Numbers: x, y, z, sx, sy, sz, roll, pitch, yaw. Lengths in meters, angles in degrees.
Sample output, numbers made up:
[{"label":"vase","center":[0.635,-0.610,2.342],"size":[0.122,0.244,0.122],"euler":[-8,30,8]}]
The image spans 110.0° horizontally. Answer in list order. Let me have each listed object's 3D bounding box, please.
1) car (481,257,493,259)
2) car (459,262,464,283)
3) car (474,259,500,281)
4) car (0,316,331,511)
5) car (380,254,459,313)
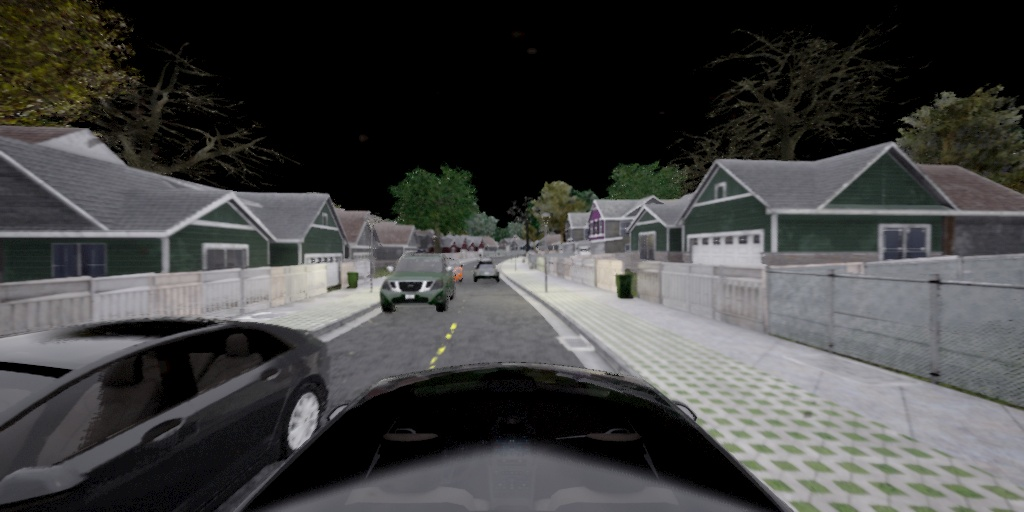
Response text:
[{"label":"car","center":[-3.214,0.882,46.099],"size":[1.882,1.535,5.008],"euler":[0,1,-2]},{"label":"car","center":[-4.731,1.021,27.049],"size":[2.097,1.767,4.553],"euler":[0,0,-6]},{"label":"car","center":[-2.037,1.213,28.449],"size":[1.994,1.385,4.181],"euler":[0,1,-5]},{"label":"car","center":[-2.962,1.263,2.192],"size":[1.837,1.490,4.892],"euler":[0,0,-1]},{"label":"car","center":[-3.502,0.952,14.252],"size":[2.150,2.045,5.566],"euler":[0,0,-5]}]
